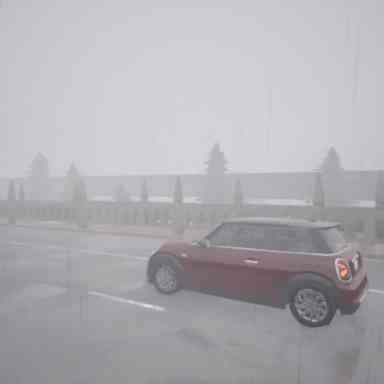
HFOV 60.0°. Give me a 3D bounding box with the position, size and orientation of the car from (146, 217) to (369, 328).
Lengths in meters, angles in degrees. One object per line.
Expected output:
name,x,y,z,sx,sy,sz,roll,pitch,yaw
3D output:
car,1.172,1.324,7.147,4.553,1.767,2.097,0,0,34
